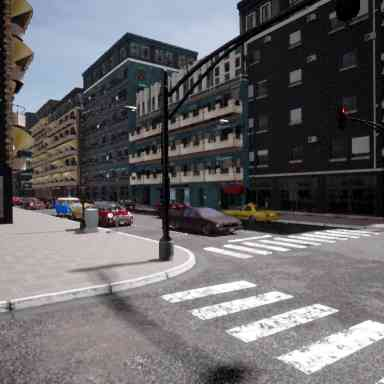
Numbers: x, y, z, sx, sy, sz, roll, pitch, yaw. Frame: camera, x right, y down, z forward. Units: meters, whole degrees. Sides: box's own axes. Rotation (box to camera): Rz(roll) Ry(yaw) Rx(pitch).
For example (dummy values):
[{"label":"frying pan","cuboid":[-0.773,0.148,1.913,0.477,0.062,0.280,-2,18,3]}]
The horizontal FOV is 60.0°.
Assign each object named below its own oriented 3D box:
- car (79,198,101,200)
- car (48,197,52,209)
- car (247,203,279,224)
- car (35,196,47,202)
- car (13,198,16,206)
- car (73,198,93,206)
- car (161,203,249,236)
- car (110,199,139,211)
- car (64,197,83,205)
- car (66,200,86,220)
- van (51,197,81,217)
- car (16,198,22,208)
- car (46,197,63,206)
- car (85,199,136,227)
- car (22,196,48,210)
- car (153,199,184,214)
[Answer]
[{"label":"car","cuboid":[-9.167,1.646,33.067,2.033,1.411,5.357,-1,0,-35]},{"label":"car","cuboid":[-19.916,1.657,48.239,1.837,1.490,4.892,-1,0,-35]},{"label":"car","cuboid":[4.103,1.498,24.458,1.752,1.417,4.829,-1,1,-36]},{"label":"car","cuboid":[-37.654,1.728,82.837,1.887,1.381,4.507,-1,1,-36]},{"label":"car","cuboid":[-31.591,1.783,59.957,1.887,1.381,4.507,-1,1,-36]},{"label":"car","cuboid":[-18.336,1.644,55.828,1.947,1.339,4.313,-1,1,-36]},{"label":"car","cuboid":[0.557,1.603,19.431,2.033,1.411,5.357,-1,0,-35]},{"label":"car","cuboid":[-8.677,1.582,42.324,2.008,1.369,4.403,-1,1,-36]},{"label":"car","cuboid":[-21.555,1.646,60.330,2.008,1.369,4.403,-1,1,-36]},{"label":"car","cuboid":[-8.954,1.652,28.309,1.752,1.417,4.829,-1,1,-36]},{"label":"van","cuboid":[-12.276,1.483,32.947,1.690,1.788,3.998,-1,1,-36]},{"label":"car","cuboid":[-25.151,1.770,50.954,1.947,1.339,4.313,-1,1,-36]},{"label":"car","cuboid":[-25.360,1.647,61.197,1.837,1.490,4.892,-1,0,-36]},{"label":"car","cuboid":[-5.835,1.553,23.946,1.967,1.590,4.097,-1,1,-36]},{"label":"car","cuboid":[-21.934,1.628,46.452,1.967,1.590,4.097,-1,1,-36]},{"label":"car","cuboid":[-2.239,1.441,33.321,1.967,1.590,4.097,-1,1,-36]}]
